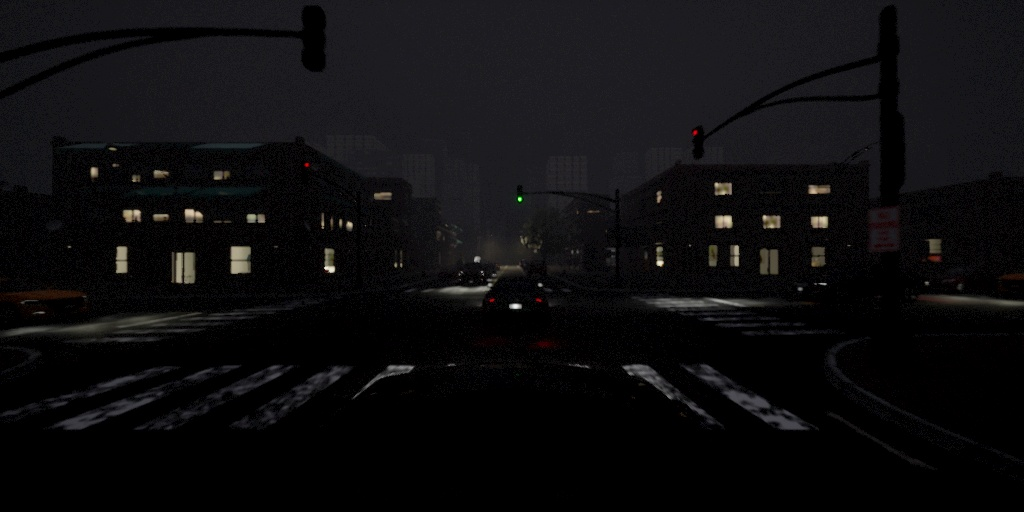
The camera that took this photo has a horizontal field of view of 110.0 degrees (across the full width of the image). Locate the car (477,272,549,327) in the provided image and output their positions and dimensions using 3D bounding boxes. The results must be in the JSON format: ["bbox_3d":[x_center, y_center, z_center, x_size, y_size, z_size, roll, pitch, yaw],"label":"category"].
[{"bbox_3d":[0.103,1.381,11.913,1.994,1.385,4.181,0,0,0],"label":"car"}]

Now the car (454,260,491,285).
[{"bbox_3d":[-3.005,1.283,28.043,2.097,1.767,4.553,0,0,-2],"label":"car"}]

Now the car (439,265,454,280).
[{"bbox_3d":[-5.740,1.520,33.853,1.888,1.381,4.507,0,0,0],"label":"car"}]

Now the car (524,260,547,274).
[{"bbox_3d":[2.735,1.326,39.365,2.192,1.841,5.009,0,0,0],"label":"car"}]

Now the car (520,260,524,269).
[{"bbox_3d":[2.753,1.704,55.941,1.948,1.339,4.313,0,0,0],"label":"car"}]

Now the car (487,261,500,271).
[{"bbox_3d":[-2.942,1.633,57.761,1.882,1.535,5.008,0,0,0],"label":"car"}]

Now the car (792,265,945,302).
[{"bbox_3d":[14.955,1.139,15.575,4.902,1.511,2.128,-1,-1,0],"label":"car"}]

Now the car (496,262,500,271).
[{"bbox_3d":[-3.029,1.625,47.667,2.033,1.411,5.357,0,0,0],"label":"car"}]

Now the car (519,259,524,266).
[{"bbox_3d":[2.759,1.732,61.466,2.007,1.370,4.403,0,0,0],"label":"car"}]

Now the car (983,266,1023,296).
[{"bbox_3d":[24.339,1.013,15.569,5.008,1.535,1.882,-1,-1,0],"label":"car"}]

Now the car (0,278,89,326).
[{"bbox_3d":[-17.783,1.494,12.390,5.008,1.535,1.882,-1,-1,0],"label":"car"}]

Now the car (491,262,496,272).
[{"bbox_3d":[-3.054,1.549,37.594,2.033,1.411,5.357,0,0,0],"label":"car"}]

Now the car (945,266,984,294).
[{"bbox_3d":[23.213,1.154,18.153,4.207,1.307,1.802,0,0,0],"label":"car"}]
